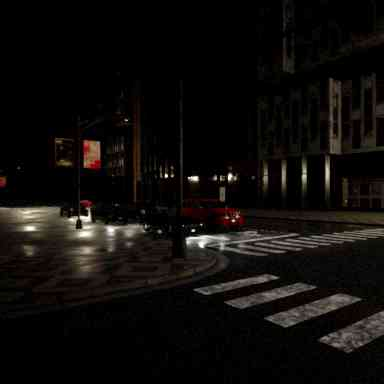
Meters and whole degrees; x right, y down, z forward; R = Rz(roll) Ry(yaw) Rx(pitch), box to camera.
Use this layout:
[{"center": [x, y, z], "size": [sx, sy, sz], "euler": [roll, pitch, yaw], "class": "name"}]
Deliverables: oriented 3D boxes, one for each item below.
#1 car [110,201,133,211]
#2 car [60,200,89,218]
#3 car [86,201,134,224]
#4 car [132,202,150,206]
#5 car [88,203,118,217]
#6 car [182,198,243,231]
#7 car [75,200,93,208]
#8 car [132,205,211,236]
[{"center": [-10.837, 2.164, 50.784], "size": [1.994, 1.385, 4.181], "euler": [0, -1, -36], "class": "car"}, {"center": [-13.078, 1.867, 36.840], "size": [2.097, 1.767, 4.553], "euler": [0, -1, -35], "class": "car"}, {"center": [-7.167, 1.856, 28.568], "size": [1.882, 1.535, 5.008], "euler": [0, -1, -36], "class": "car"}, {"center": [-4.647, 1.717, 30.639], "size": [2.097, 1.767, 4.553], "euler": [0, -1, -36], "class": "car"}, {"center": [-10.430, 2.025, 38.724], "size": [1.812, 1.442, 4.674], "euler": [0, -1, -35], "class": "car"}, {"center": [1.008, 1.455, 22.774], "size": [2.150, 2.045, 5.566], "euler": [0, -1, -34], "class": "car"}, {"center": [-21.173, 2.318, 65.217], "size": [1.882, 1.535, 5.008], "euler": [0, -1, -36], "class": "car"}, {"center": [-1.476, 1.793, 20.617], "size": [2.033, 1.411, 5.357], "euler": [0, -1, -36], "class": "car"}]
